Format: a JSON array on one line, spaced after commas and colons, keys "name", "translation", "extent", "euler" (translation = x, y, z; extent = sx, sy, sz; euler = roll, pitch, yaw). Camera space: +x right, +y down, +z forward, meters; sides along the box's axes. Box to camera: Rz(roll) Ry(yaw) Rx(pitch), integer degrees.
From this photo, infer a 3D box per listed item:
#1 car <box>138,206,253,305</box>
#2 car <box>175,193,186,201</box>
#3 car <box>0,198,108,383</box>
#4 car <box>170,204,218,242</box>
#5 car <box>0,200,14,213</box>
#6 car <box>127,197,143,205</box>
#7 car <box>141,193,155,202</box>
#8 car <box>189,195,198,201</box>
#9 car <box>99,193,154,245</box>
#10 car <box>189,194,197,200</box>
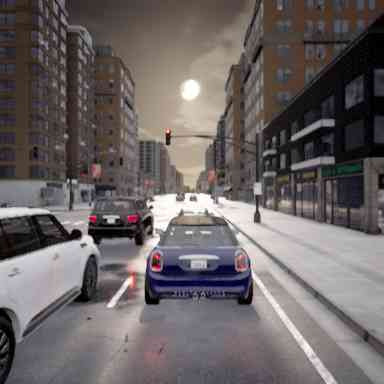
[{"name": "car", "translation": [0.130, 1.339, 8.226], "extent": [2.097, 1.767, 4.553], "euler": [0, 0, 0]}, {"name": "car", "translation": [-2.944, 1.456, 77.897], "extent": [2.033, 1.411, 5.357], "euler": [0, 0, 0]}, {"name": "car", "translation": [-3.137, 1.213, 5.053], "extent": [2.150, 2.045, 5.566], "euler": [0, 0, 1]}, {"name": "car", "translation": [0.122, 1.466, 17.294], "extent": [2.128, 1.511, 4.902], "euler": [0, 0, 1]}, {"name": "car", "translation": [-22.009, 1.538, 36.151], "extent": [4.313, 1.339, 1.947], "euler": [0, 0, 0]}, {"name": "car", "translation": [-9.604, 1.534, 56.356], "extent": [1.895, 1.301, 4.718], "euler": [0, 0, 1]}, {"name": "car", "translation": [-9.467, 1.147, 72.244], "extent": [2.150, 2.045, 5.566], "euler": [0, 0, 0]}, {"name": "car", "translation": [0.308, 1.440, 78.298], "extent": [1.812, 1.442, 4.674], "euler": [0, 0, 0]}, {"name": "car", "translation": [-3.092, 1.199, 15.422], "extent": [2.150, 2.045, 5.566], "euler": [0, 0, 0]}, {"name": "car", "translation": [0.347, 1.352, 88.306], "extent": [1.994, 1.385, 4.181], "euler": [0, 0, 0]}]
